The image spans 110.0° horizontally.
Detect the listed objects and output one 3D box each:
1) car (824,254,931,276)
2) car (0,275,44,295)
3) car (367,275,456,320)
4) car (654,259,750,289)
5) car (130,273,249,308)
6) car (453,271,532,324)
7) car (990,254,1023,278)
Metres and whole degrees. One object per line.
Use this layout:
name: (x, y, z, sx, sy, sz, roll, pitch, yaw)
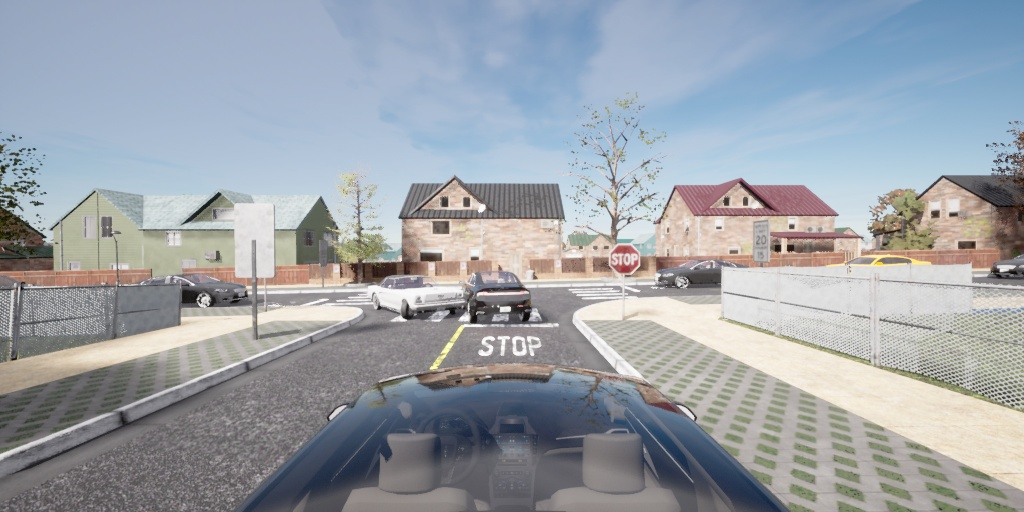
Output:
car: (19.761, 0.690, 19.582, 5.008, 1.535, 1.882, -1, 1, -1)
car: (-24.239, 1.647, 16.450, 4.553, 1.767, 2.097, -1, 1, 0)
car: (-3.602, 1.367, 12.996, 1.895, 1.301, 4.718, 0, 0, -38)
car: (10.330, 0.925, 19.545, 4.902, 1.511, 2.128, -1, 1, 0)
car: (-14.902, 1.566, 16.491, 4.902, 1.511, 2.128, -1, 1, 0)
car: (-0.685, 1.242, 12.137, 2.128, 1.511, 4.902, 0, 0, -12)
car: (29.385, 0.478, 19.619, 4.902, 1.511, 2.128, -1, 1, 0)
